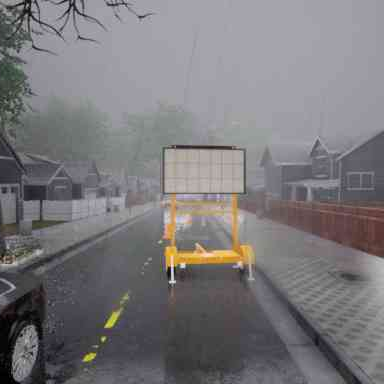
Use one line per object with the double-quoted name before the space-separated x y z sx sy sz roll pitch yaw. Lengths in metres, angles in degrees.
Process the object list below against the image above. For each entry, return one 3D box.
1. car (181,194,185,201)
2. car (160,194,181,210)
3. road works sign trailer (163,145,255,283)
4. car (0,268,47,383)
"car" -3.005 1.337 89.277 2.150 2.045 5.566 0 0 0
"car" -2.973 1.377 43.915 2.097 1.767 4.553 0 0 0
"road works sign trailer" 0.334 0.459 9.711 2.380 3.560 2.880 0 0 -8
"car" -2.856 1.489 2.527 2.128 1.511 4.902 0 0 0
